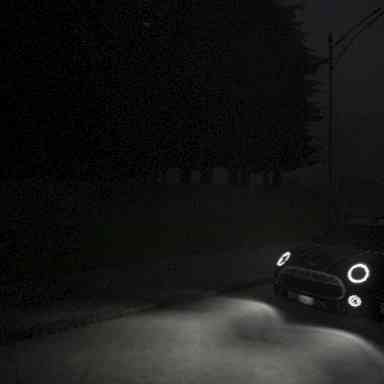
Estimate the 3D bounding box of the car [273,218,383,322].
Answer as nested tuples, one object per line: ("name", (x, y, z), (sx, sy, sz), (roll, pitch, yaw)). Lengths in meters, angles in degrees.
("car", (3.923, 1.418, 7.491), (4.553, 1.767, 2.097), (0, 0, -36))
